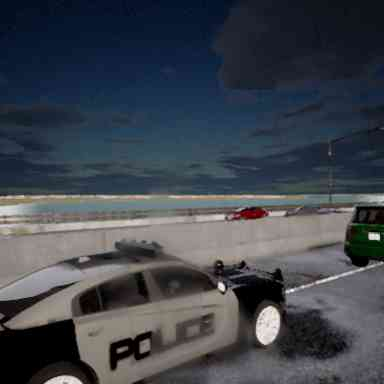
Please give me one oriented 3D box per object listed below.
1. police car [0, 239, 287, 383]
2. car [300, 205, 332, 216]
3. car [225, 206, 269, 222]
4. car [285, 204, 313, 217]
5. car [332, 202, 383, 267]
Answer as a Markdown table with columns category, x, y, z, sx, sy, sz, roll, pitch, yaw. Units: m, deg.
| category | x | y | z | sx | sy | sz | roll | pitch | yaw |
| --- | --- | --- | --- | --- | --- | --- | --- | --- | --- |
| police car | -0.610 | 1.523 | 4.735 | 5.238 | 1.638 | 1.930 | 0 | -1 | -38 |
| car | 10.633 | 1.906 | 25.722 | 4.181 | 1.385 | 1.994 | 0 | -1 | -38 |
| car | 5.087 | 2.010 | 30.274 | 4.674 | 1.442 | 1.812 | 0 | -1 | -38 |
| car | 10.371 | 1.897 | 29.959 | 5.008 | 1.535 | 1.882 | 0 | -1 | -38 |
| car | 7.158 | 1.346 | 10.881 | 5.566 | 2.045 | 2.150 | 0 | -1 | -38 |
